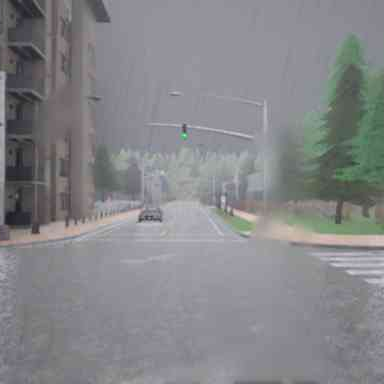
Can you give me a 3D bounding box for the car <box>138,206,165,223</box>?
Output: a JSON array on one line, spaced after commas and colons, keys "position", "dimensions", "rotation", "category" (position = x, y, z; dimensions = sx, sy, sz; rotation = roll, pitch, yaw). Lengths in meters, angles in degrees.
[{"position": [-3.498, 1.949, 29.144], "dimensions": [1.994, 1.385, 4.181], "rotation": [0, -1, 0], "category": "car"}]
